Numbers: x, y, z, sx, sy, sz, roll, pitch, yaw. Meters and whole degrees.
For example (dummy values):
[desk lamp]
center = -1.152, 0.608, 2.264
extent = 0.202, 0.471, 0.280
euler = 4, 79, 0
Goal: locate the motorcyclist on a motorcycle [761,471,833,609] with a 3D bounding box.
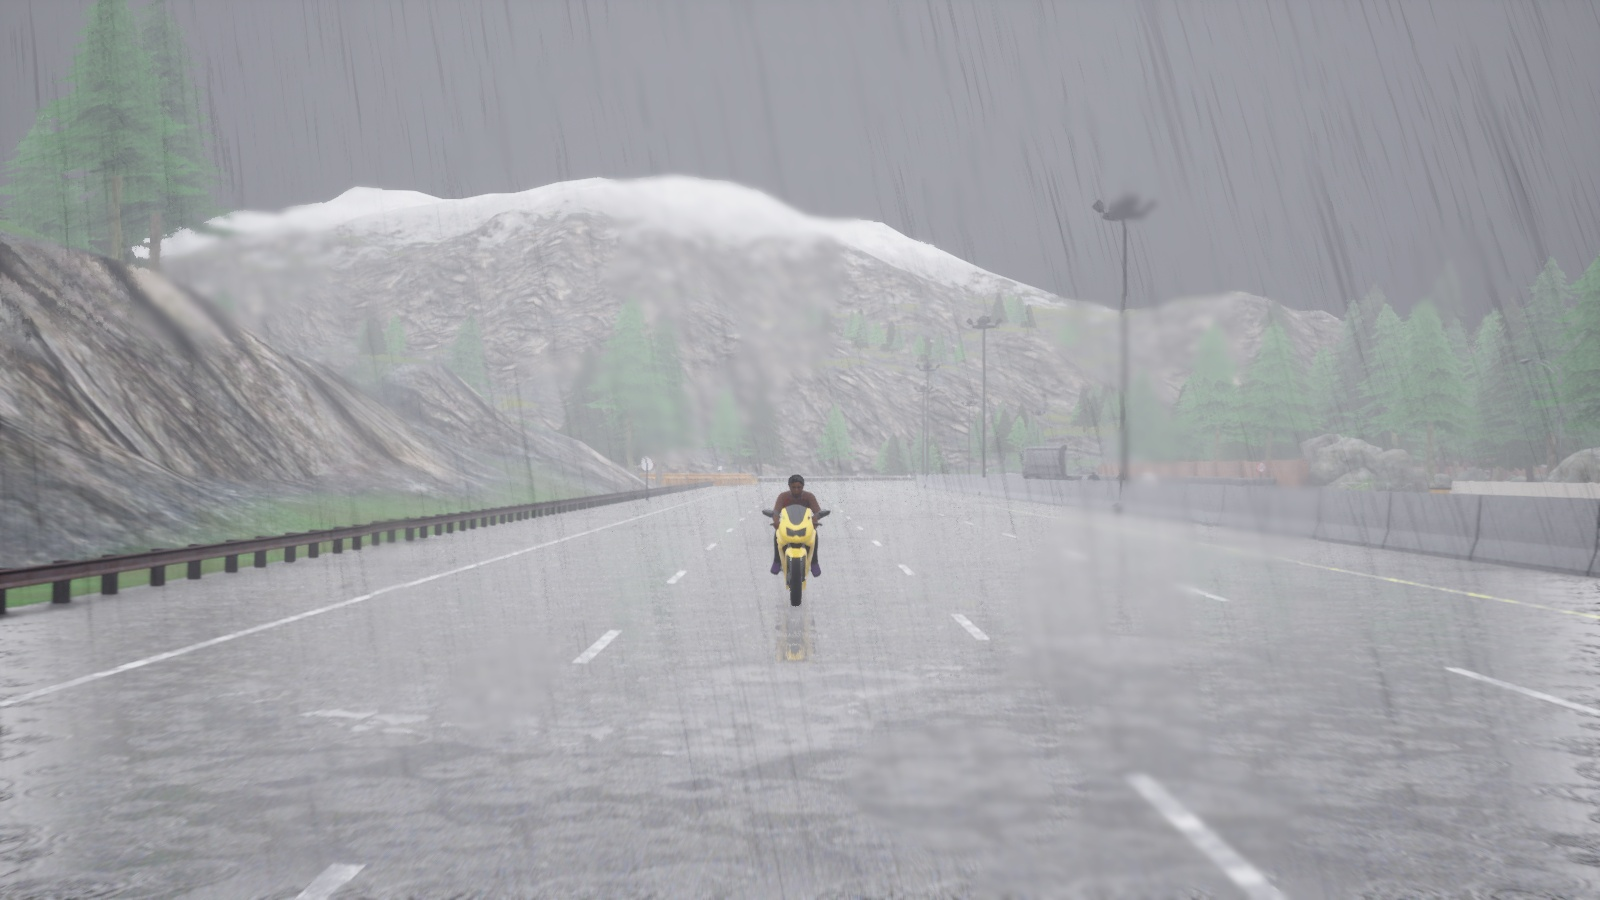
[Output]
[motorcyclist on a motorcycle]
center = -0.036, 1.051, 14.939
extent = 0.797, 1.523, 2.044
euler = 0, -3, 0

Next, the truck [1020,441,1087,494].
[truck]
center = 17.288, 1.206, 86.150
extent = 2.891, 3.462, 7.936
euler = 0, -1, 0
